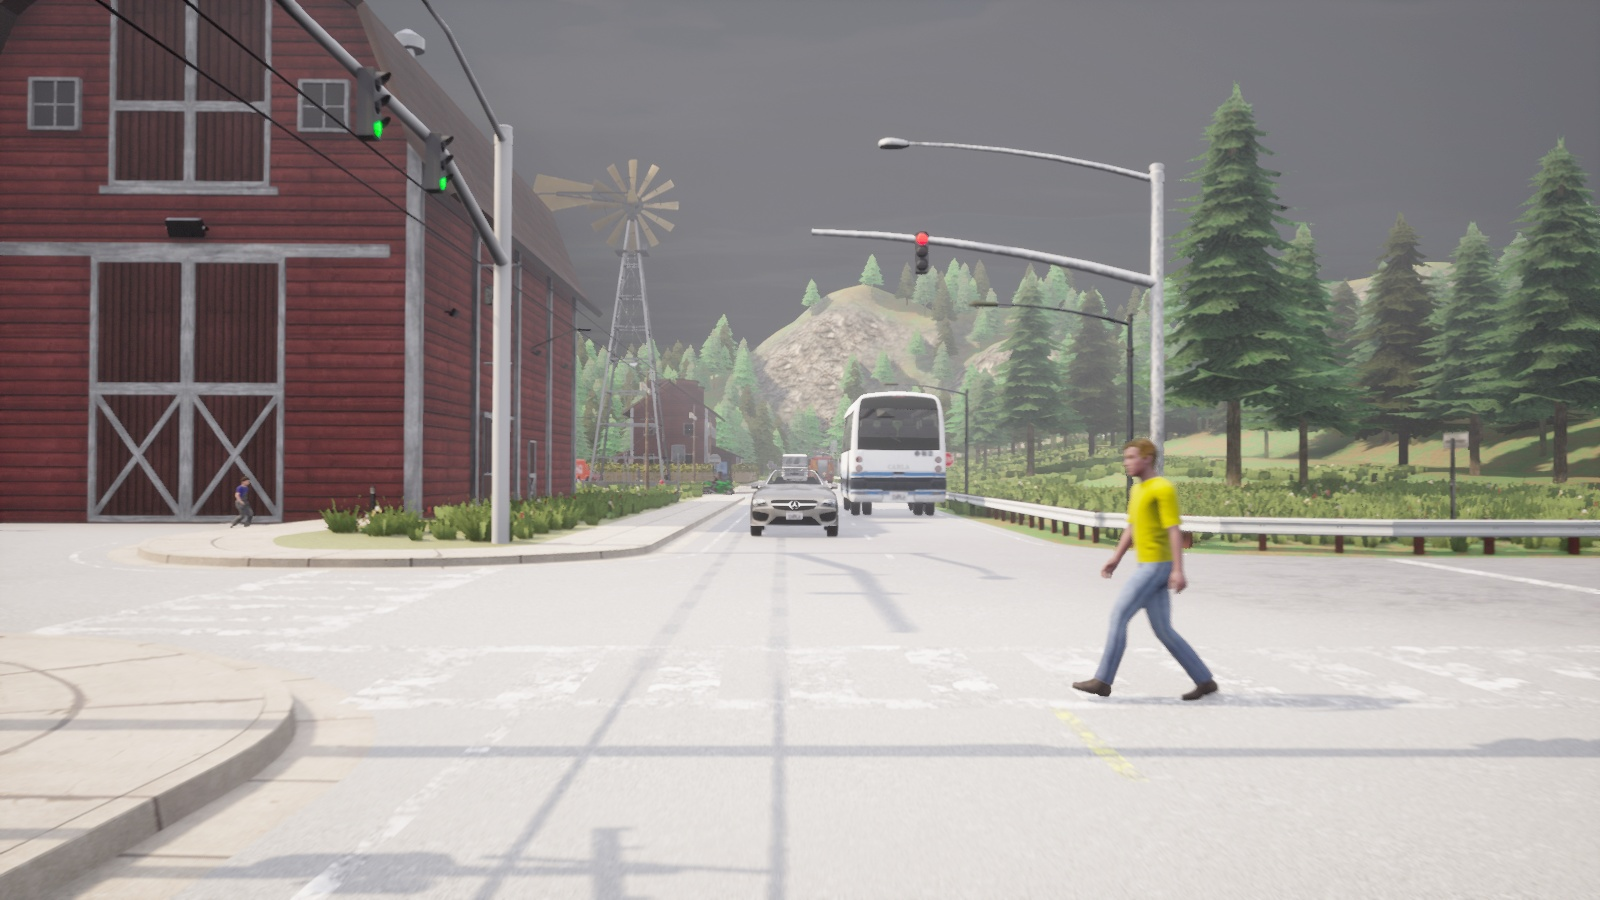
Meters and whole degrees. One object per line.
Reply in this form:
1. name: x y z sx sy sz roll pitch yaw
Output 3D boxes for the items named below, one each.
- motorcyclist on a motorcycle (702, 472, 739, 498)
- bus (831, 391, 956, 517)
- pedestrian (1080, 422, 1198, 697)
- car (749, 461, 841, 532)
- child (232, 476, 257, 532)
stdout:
1. motorcyclist on a motorcycle: -4.785 2.078 75.400 2.044 1.523 0.797 -1 1 18
2. bus: 3.298 0.225 47.784 3.944 4.253 10.273 0 -1 0
3. pedestrian: 2.309 0.734 8.592 0.706 1.836 0.354 0 -1 2
4. car: -0.135 1.129 31.947 2.152 1.651 5.027 0 -1 0
5. child: -12.770 1.238 28.858 0.437 1.263 0.270 0 -1 9
